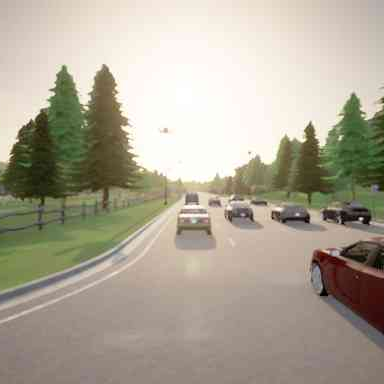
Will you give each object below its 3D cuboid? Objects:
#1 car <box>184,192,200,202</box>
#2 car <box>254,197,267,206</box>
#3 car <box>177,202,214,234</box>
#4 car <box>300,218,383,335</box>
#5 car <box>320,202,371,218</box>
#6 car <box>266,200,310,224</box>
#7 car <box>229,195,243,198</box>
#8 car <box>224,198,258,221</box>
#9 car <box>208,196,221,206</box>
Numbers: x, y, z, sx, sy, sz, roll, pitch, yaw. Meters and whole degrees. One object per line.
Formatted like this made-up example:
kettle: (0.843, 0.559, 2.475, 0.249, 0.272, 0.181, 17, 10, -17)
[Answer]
car: (-0.003, 1.069, 51.444, 2.150, 2.045, 5.566, 0, 0, 0)
car: (10.500, 1.447, 52.222, 1.895, 1.301, 4.718, 0, 0, 0)
car: (0.098, 1.492, 18.812, 2.033, 1.411, 5.357, 0, 0, 0)
car: (3.600, 1.461, 5.517, 1.882, 1.535, 5.008, 0, 0, 0)
car: (10.598, 1.436, 23.267, 1.837, 1.490, 4.892, 0, 0, 0)
car: (7.098, 1.492, 24.385, 1.994, 1.385, 4.181, 0, 0, 0)
car: (7.002, 1.196, 52.384, 2.097, 1.767, 4.553, 0, 0, 0)
car: (3.585, 1.449, 25.839, 1.812, 1.442, 4.674, 0, 0, 0)
car: (3.500, 1.394, 51.900, 2.033, 1.411, 5.357, 0, 0, 0)
